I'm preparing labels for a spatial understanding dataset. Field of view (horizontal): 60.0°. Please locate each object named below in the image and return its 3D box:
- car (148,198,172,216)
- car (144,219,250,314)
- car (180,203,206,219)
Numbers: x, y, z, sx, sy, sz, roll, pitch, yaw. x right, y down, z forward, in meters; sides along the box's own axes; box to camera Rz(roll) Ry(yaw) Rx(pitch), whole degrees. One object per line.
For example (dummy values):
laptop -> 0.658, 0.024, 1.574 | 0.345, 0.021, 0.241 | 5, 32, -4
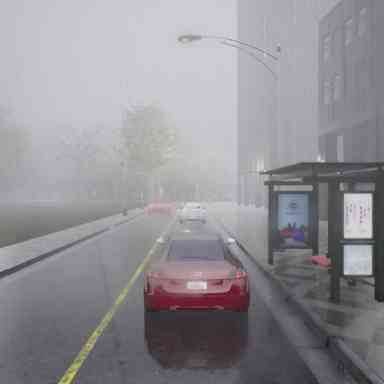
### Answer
car -> -3.157, 1.399, 33.267 | 2.097, 1.767, 4.553 | 0, 0, 0
car -> 0.086, 1.572, 7.704 | 1.994, 1.385, 4.181 | 0, 0, 0
car -> 0.055, 1.563, 25.036 | 1.812, 1.442, 4.674 | 0, 0, 0
